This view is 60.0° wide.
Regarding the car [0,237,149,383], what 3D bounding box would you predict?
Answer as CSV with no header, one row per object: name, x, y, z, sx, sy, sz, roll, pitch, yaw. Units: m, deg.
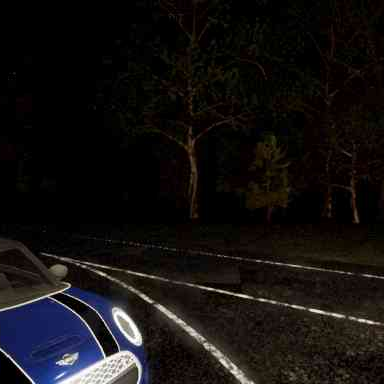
car,-2.645,1.338,3.762,4.553,1.767,2.097,1,0,35
